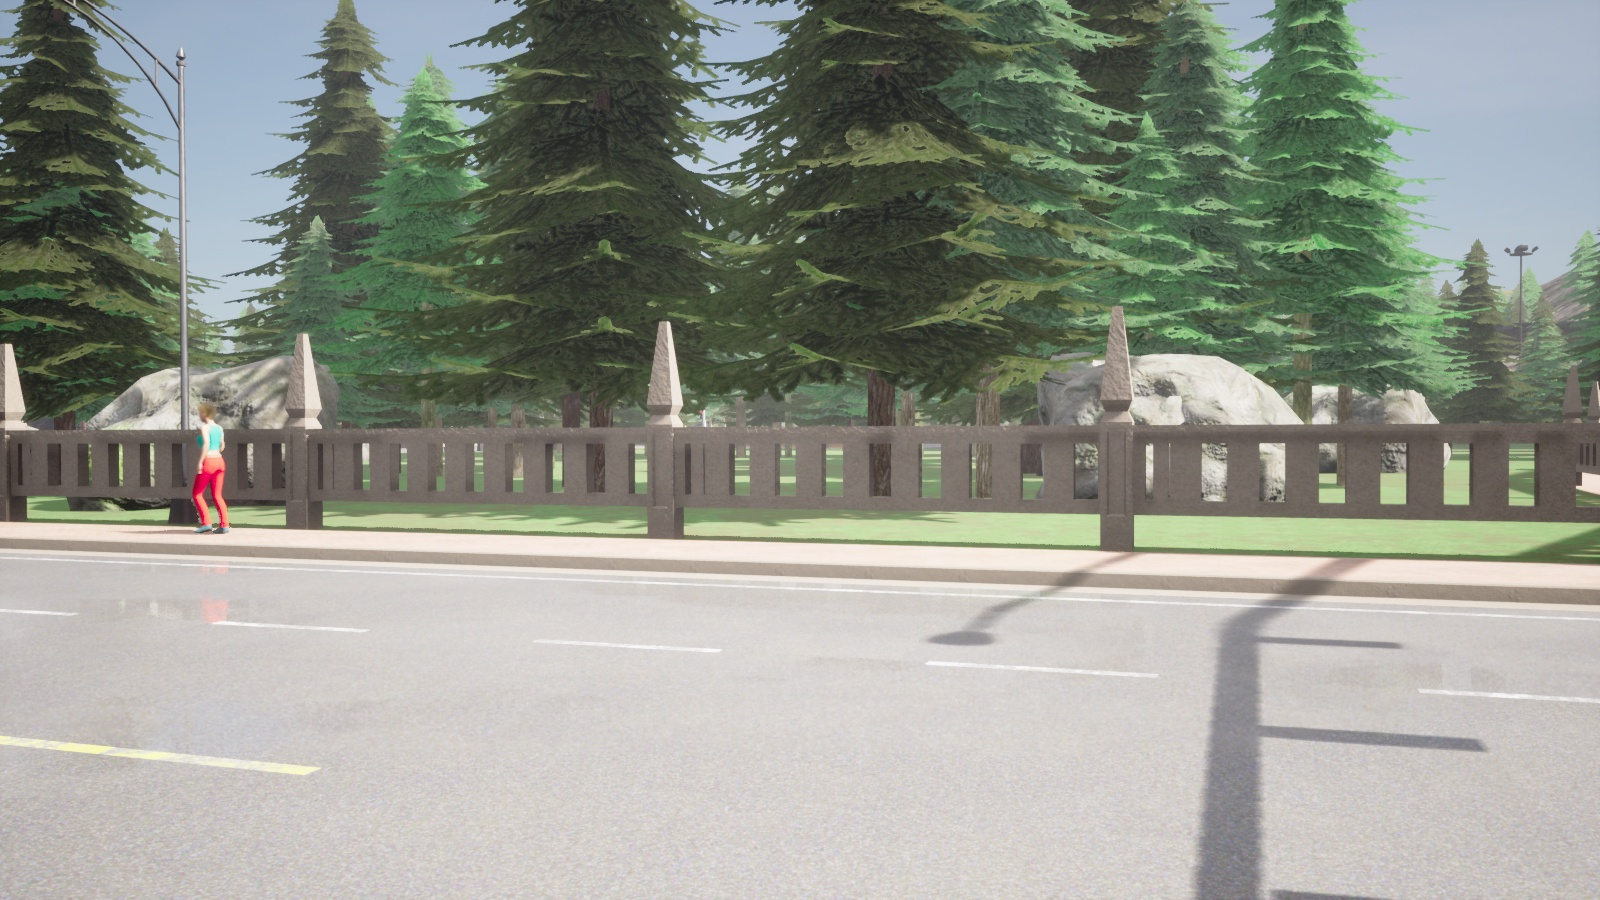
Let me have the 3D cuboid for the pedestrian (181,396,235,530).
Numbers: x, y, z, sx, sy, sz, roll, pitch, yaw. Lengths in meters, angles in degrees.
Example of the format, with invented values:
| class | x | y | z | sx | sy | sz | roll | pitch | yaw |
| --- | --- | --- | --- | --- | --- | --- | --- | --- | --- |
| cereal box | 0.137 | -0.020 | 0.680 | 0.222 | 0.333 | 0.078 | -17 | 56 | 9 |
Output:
| class | x | y | z | sx | sy | sz | roll | pitch | yaw |
| --- | --- | --- | --- | --- | --- | --- | --- | --- | --- |
| pedestrian | -8.252 | 0.174 | 17.508 | 0.594 | 1.836 | 0.345 | 0 | 1 | 17 |
